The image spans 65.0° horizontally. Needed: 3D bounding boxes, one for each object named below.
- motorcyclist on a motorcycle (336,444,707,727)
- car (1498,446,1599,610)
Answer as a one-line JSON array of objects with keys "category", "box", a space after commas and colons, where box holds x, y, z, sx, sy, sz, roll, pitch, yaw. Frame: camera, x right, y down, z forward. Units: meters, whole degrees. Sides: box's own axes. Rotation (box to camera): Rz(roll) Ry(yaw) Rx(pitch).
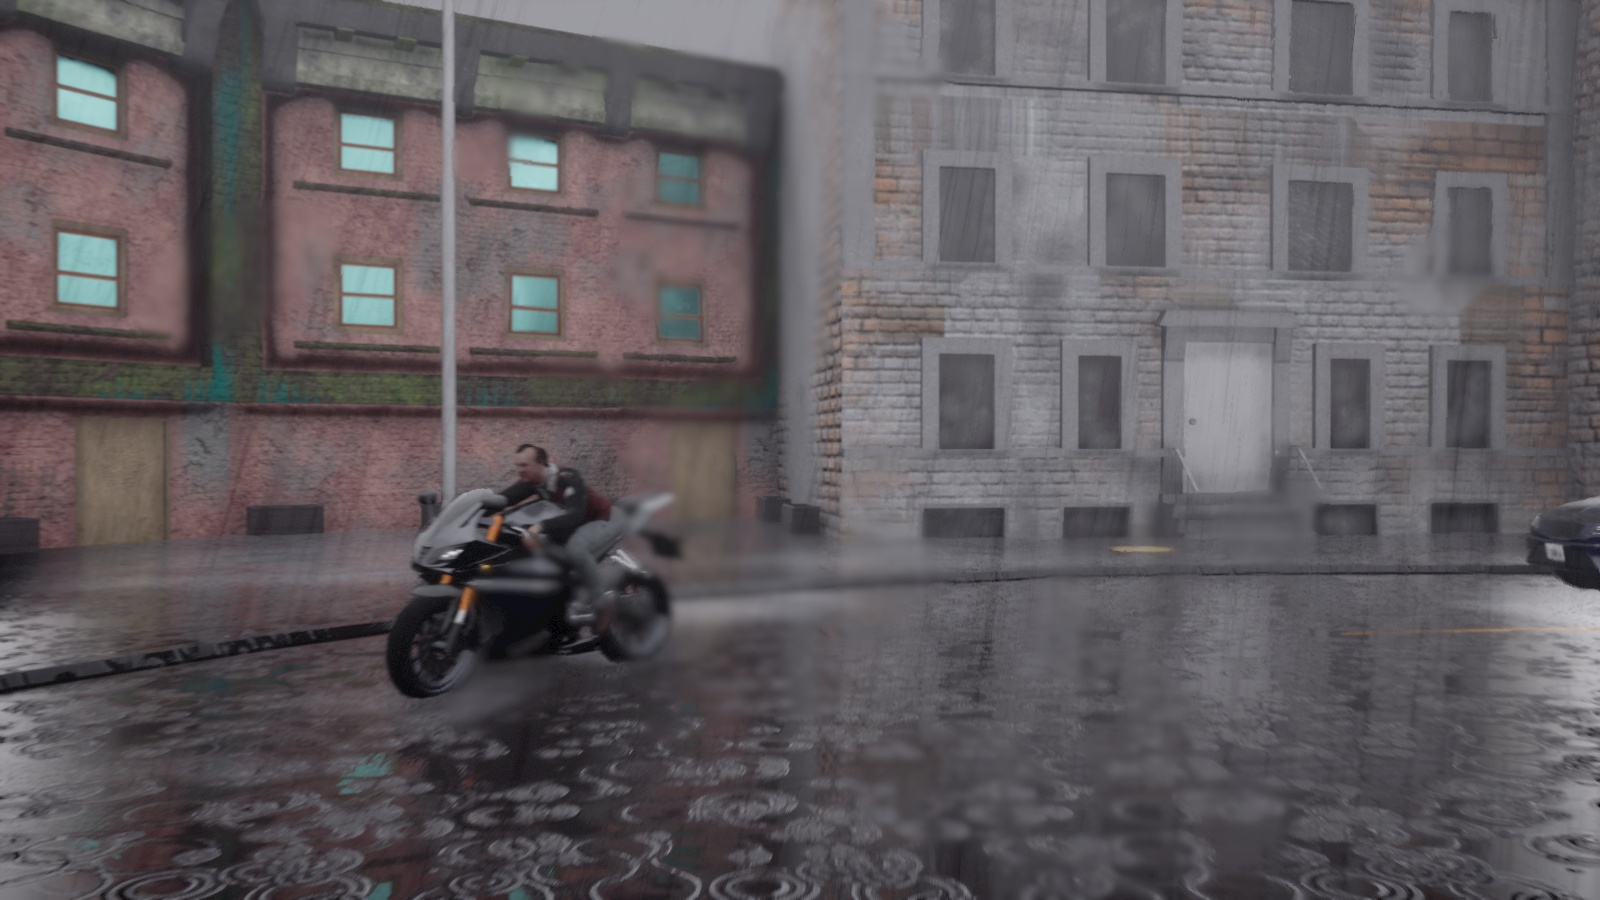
[{"category": "motorcyclist on a motorcycle", "box": [-1.686, 0.734, 7.952, 0.866, 1.530, 2.191, 2, 1, 41]}, {"category": "car", "box": [9.313, 0.705, 12.070, 4.193, 1.474, 1.816, 0, 0, 0]}]
